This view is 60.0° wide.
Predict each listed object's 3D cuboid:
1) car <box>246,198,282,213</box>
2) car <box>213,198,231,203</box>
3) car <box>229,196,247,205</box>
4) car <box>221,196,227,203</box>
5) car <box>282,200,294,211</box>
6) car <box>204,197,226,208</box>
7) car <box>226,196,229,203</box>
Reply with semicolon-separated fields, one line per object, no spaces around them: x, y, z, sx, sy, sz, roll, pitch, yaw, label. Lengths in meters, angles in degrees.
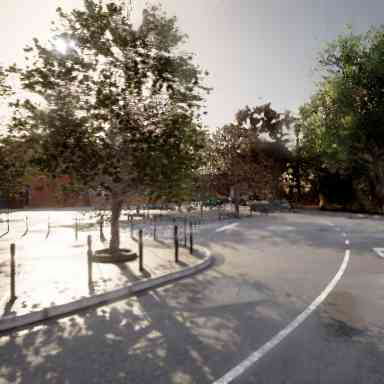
8.723;1.741;40.890;1.837;1.490;4.892;0;-1;-13;car
8.378;2.439;93.433;4.674;1.452;2.002;0;-1;21;car
11.340;1.988;79.992;2.150;2.045;5.566;0;-1;21;car
5.659;2.232;74.405;2.033;1.411;5.357;0;-1;21;car
11.536;1.743;44.105;2.128;1.511;4.902;0;-1;-16;car
3.646;2.035;58.533;2.033;1.411;5.357;0;-1;-16;car
7.322;2.123;90.816;5.566;2.045;2.435;0;-1;21;car
